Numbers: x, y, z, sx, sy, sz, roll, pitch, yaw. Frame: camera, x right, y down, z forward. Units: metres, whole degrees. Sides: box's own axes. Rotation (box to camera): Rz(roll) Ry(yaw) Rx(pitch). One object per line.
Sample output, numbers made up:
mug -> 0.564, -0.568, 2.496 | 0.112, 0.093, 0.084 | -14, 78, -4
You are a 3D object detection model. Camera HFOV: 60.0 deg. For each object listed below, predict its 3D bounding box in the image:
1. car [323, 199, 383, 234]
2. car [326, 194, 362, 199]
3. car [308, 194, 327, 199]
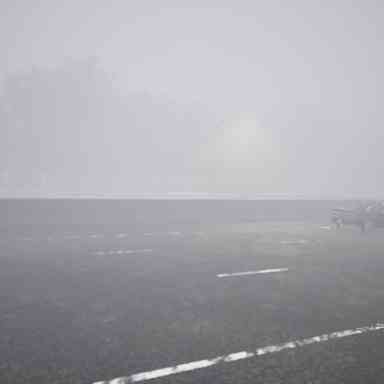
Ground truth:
car -> 9.609, 1.286, 17.577 | 4.902, 1.511, 2.128 | 1, 1, -23
car -> 19.233, 1.135, 40.576 | 4.718, 1.301, 1.895 | 1, 1, -22
car -> 17.608, 0.989, 43.681 | 5.357, 1.411, 2.033 | 1, 1, -22
